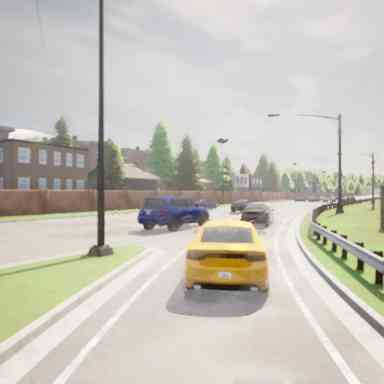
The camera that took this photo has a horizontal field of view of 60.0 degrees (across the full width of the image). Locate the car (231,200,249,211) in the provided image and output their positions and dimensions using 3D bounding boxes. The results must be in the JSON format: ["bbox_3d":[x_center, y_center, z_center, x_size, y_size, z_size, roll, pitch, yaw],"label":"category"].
[{"bbox_3d":[6.219,1.663,38.808,1.837,1.490,4.892,0,-1,33],"label":"car"}]

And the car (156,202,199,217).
[{"bbox_3d":[-1.353,1.737,33.510,1.895,1.301,4.718,0,0,33],"label":"car"}]

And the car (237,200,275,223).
[{"bbox_3d":[4.736,1.605,23.785,1.837,1.490,4.892,0,0,19],"label":"car"}]

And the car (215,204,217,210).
[{"bbox_3d":[1.656,1.707,44.653,1.812,1.442,4.674,0,0,33],"label":"car"}]

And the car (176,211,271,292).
[{"bbox_3d":[1.001,1.515,9.134,1.882,1.535,5.008,0,0,8],"label":"car"}]

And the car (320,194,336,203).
[{"bbox_3d":[33.775,1.564,81.824,2.150,2.045,5.566,0,0,33],"label":"car"}]

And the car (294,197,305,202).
[{"bbox_3d":[27.872,1.892,85.585,2.033,1.411,5.357,0,0,33],"label":"car"}]

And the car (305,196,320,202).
[{"bbox_3d":[30.815,1.885,83.692,2.033,1.411,5.357,0,0,33],"label":"car"}]

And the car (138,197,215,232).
[{"bbox_3d":[-1.022,1.305,21.088,2.150,2.045,5.566,0,-1,33],"label":"car"}]

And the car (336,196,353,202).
[{"bbox_3d":[36.702,1.871,79.904,2.033,1.411,5.357,0,0,33],"label":"car"}]
